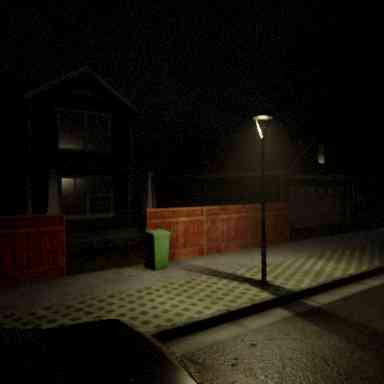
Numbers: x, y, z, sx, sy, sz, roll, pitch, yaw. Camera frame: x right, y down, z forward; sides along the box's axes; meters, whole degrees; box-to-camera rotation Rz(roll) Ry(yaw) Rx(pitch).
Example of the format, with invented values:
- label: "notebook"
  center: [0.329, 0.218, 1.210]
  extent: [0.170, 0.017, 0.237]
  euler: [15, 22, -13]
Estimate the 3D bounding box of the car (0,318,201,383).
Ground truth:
- label: "car"
  center: [-2.350, 1.560, 1.395]
  extent: [5.357, 1.411, 2.033]
  euler: [-1, 0, -36]
